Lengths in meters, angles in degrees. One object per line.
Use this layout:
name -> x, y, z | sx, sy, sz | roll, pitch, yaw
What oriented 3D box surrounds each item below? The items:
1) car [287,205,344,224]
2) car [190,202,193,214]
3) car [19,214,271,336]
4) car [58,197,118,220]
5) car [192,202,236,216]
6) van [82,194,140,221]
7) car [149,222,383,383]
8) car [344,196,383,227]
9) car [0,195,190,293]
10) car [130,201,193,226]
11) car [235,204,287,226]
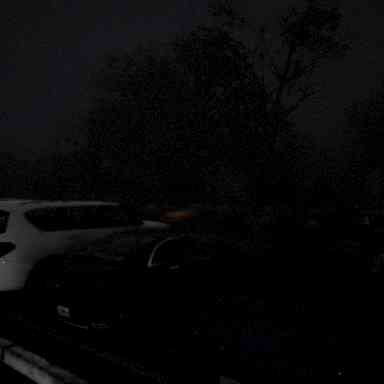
car -> 7.016, 1.488, 17.563 | 2.163, 1.488, 4.792 | 0, 0, 35
car -> 0.084, 1.444, 22.234 | 1.946, 1.575, 5.366 | 0, 0, 35
car -> -0.459, 1.459, 6.788 | 2.231, 1.521, 4.892 | 0, 0, 36
car -> -8.897, 1.310, 28.823 | 2.185, 1.767, 4.553 | 0, 0, 35
car -> 2.458, 1.451, 20.765 | 2.097, 1.535, 5.008 | 0, 0, 35
van -> -6.548, 1.210, 27.328 | 1.878, 1.987, 4.442 | 0, 0, 36
car -> 1.806, 1.493, 5.146 | 2.163, 1.488, 4.792 | 0, 0, 35
car -> 9.251, 1.213, 15.903 | 2.435, 2.045, 5.566 | 0, 0, 35
car -> -2.727, 1.203, 8.443 | 2.435, 2.045, 5.566 | 0, 0, 35
car -> -2.079, 1.483, 23.999 | 2.002, 1.452, 4.674 | 0, 0, 35
car -> 4.713, 1.484, 19.130 | 2.163, 1.488, 4.792 | 0, 0, 35
